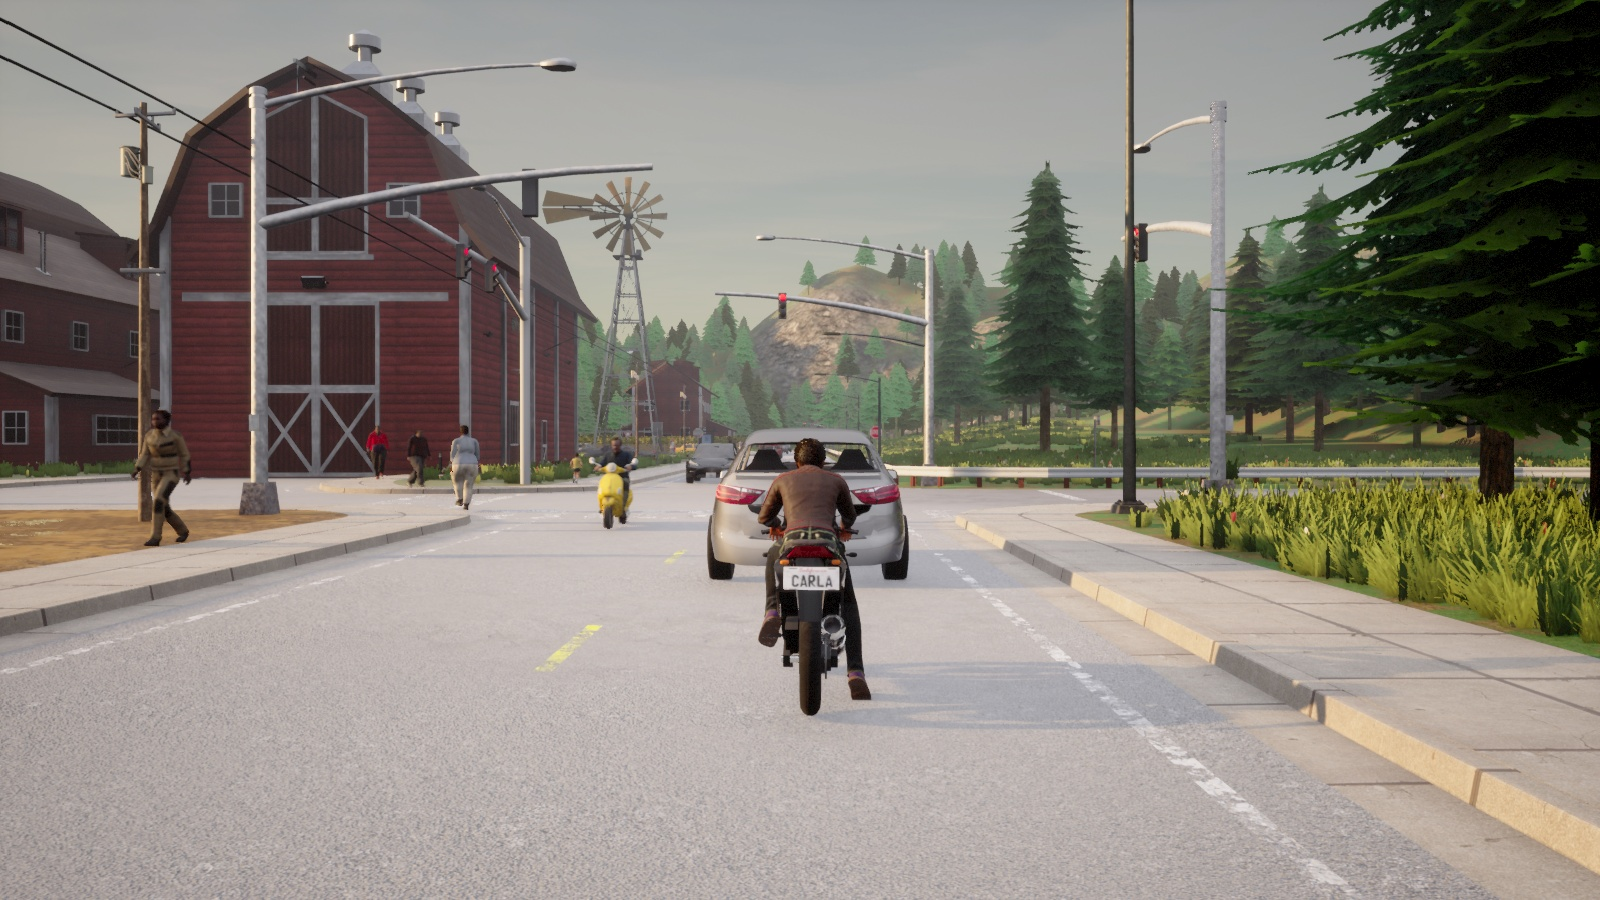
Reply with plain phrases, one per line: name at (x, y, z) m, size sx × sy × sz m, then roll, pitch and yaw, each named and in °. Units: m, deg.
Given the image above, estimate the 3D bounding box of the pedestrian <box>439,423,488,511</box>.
pedestrian at (-7.219, 0.353, 26.949) m, size 0.874 × 1.855 × 0.900 m, roll 0°, pitch 0°, yaw -25°

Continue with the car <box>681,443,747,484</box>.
car at (-3.211, 0.474, 47.878) m, size 2.163 × 1.488 × 4.792 m, roll 0°, pitch 0°, yaw 0°

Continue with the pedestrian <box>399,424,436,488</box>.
pedestrian at (-11.191, 0.162, 36.727) m, size 0.899 × 1.844 × 0.634 m, roll 0°, pitch 0°, yaw 38°

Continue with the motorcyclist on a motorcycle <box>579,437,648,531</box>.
motorcyclist on a motorcycle at (-3.275, 0.572, 22.213) m, size 0.866 × 1.590 × 1.817 m, roll 0°, pitch 0°, yaw 3°

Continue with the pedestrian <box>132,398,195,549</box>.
pedestrian at (-8.287, 0.296, 16.356) m, size 0.396 × 1.930 × 0.692 m, roll 0°, pitch 0°, yaw 10°

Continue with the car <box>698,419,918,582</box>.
car at (0.100, 0.505, 15.143) m, size 2.242 × 1.667 × 4.611 m, roll 0°, pitch 0°, yaw 1°

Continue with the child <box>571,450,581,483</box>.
child at (-7.432, 0.540, 41.748) m, size 0.255 × 1.110 × 0.394 m, roll 0°, pitch 0°, yaw 2°

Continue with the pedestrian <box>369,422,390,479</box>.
pedestrian at (-13.846, 0.015, 41.300) m, size 0.634 × 1.844 × 0.899 m, roll 0°, pitch 0°, yaw -19°

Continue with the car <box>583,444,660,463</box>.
car at (-13.150, 0.260, 92.668) m, size 5.357 × 1.411 × 2.033 m, roll 0°, pitch 0°, yaw -1°

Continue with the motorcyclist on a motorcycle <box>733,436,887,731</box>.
motorcyclist on a motorcycle at (0.058, 0.686, 7.516) m, size 0.797 × 1.523 × 2.044 m, roll 0°, pitch 0°, yaw 0°
